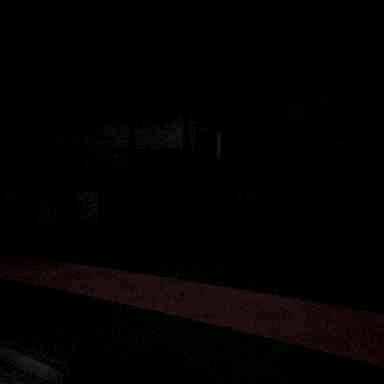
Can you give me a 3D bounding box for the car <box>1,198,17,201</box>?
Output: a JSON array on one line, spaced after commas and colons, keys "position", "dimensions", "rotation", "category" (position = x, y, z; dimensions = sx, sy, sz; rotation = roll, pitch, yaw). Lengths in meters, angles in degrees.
[{"position": [-17.804, 1.348, 32.377], "dimensions": [1.837, 1.490, 4.892], "rotation": [0, 0, 23], "category": "car"}]
